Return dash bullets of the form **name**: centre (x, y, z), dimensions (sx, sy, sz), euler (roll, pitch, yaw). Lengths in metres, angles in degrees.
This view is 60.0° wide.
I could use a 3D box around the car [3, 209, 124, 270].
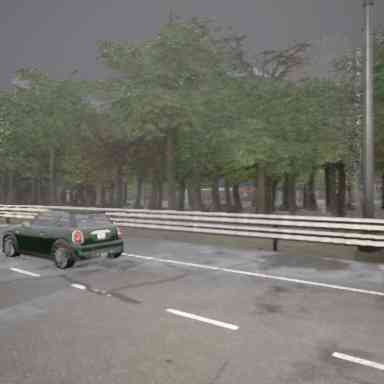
- **car**: centre (-4.492, 1.368, 11.378), dimensions (4.553, 1.767, 2.097), euler (0, 0, 36)
